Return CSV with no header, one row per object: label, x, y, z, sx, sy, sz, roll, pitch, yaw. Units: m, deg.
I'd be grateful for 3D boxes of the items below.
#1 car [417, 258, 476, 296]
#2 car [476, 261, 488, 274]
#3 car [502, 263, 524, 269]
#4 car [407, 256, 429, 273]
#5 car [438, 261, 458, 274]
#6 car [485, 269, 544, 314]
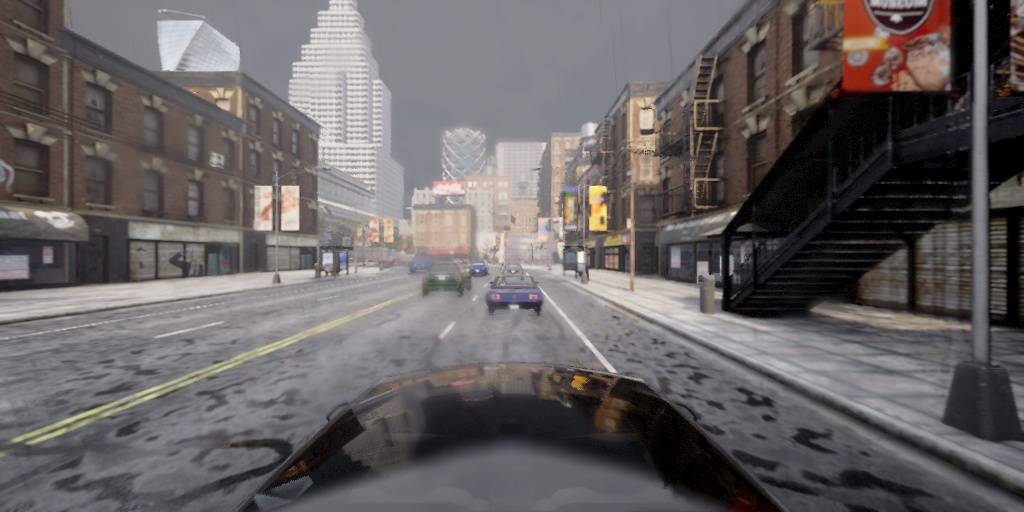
car,-3.403,1.109,19.587,2.097,1.767,4.553,0,0,0
car,-3.505,1.290,37.923,1.812,1.442,4.674,0,0,-2
car,0.094,1.309,31.328,2.033,1.411,5.357,0,0,0
car,-11.064,0.990,43.832,2.150,2.045,5.566,0,0,-9
car,-7.455,1.330,41.958,1.994,1.385,4.181,0,0,-5
car,0.098,1.355,13.701,1.895,1.301,4.718,0,0,0
